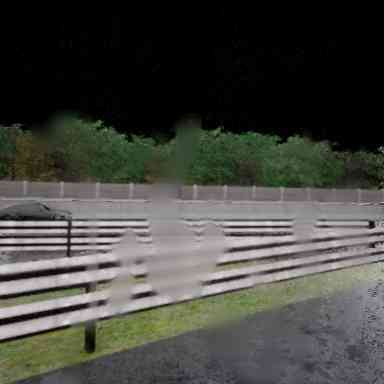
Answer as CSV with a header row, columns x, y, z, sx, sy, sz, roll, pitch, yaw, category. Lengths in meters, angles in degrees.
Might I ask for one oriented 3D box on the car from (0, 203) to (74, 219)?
x,y,z,sx,sy,sz,roll,pitch,yaw,category
-9.960,1.405,21.054,4.674,1.442,1.812,1,0,-12,car
